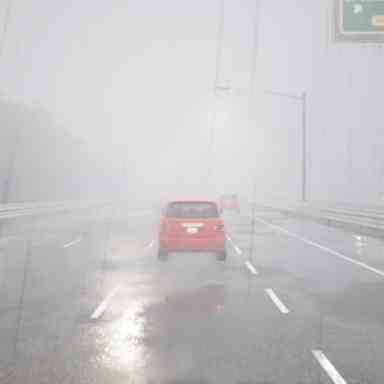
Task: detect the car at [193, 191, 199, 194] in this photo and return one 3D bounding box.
[{"bbox_3d":[0.740,1.075,84.512,1.812,1.442,4.674,0,1,1],"label":"car"}]

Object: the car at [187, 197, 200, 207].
[{"bbox_3d":[0.234,1.443,48.076,1.895,1.301,4.718,0,0,1],"label":"car"}]

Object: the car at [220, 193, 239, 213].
[{"bbox_3d":[3.723,1.146,35.503,2.150,2.045,5.566,0,0,0],"label":"car"}]

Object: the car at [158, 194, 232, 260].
[{"bbox_3d":[0.014,1.216,12.469,2.150,2.045,5.566,0,0,0],"label":"car"}]
